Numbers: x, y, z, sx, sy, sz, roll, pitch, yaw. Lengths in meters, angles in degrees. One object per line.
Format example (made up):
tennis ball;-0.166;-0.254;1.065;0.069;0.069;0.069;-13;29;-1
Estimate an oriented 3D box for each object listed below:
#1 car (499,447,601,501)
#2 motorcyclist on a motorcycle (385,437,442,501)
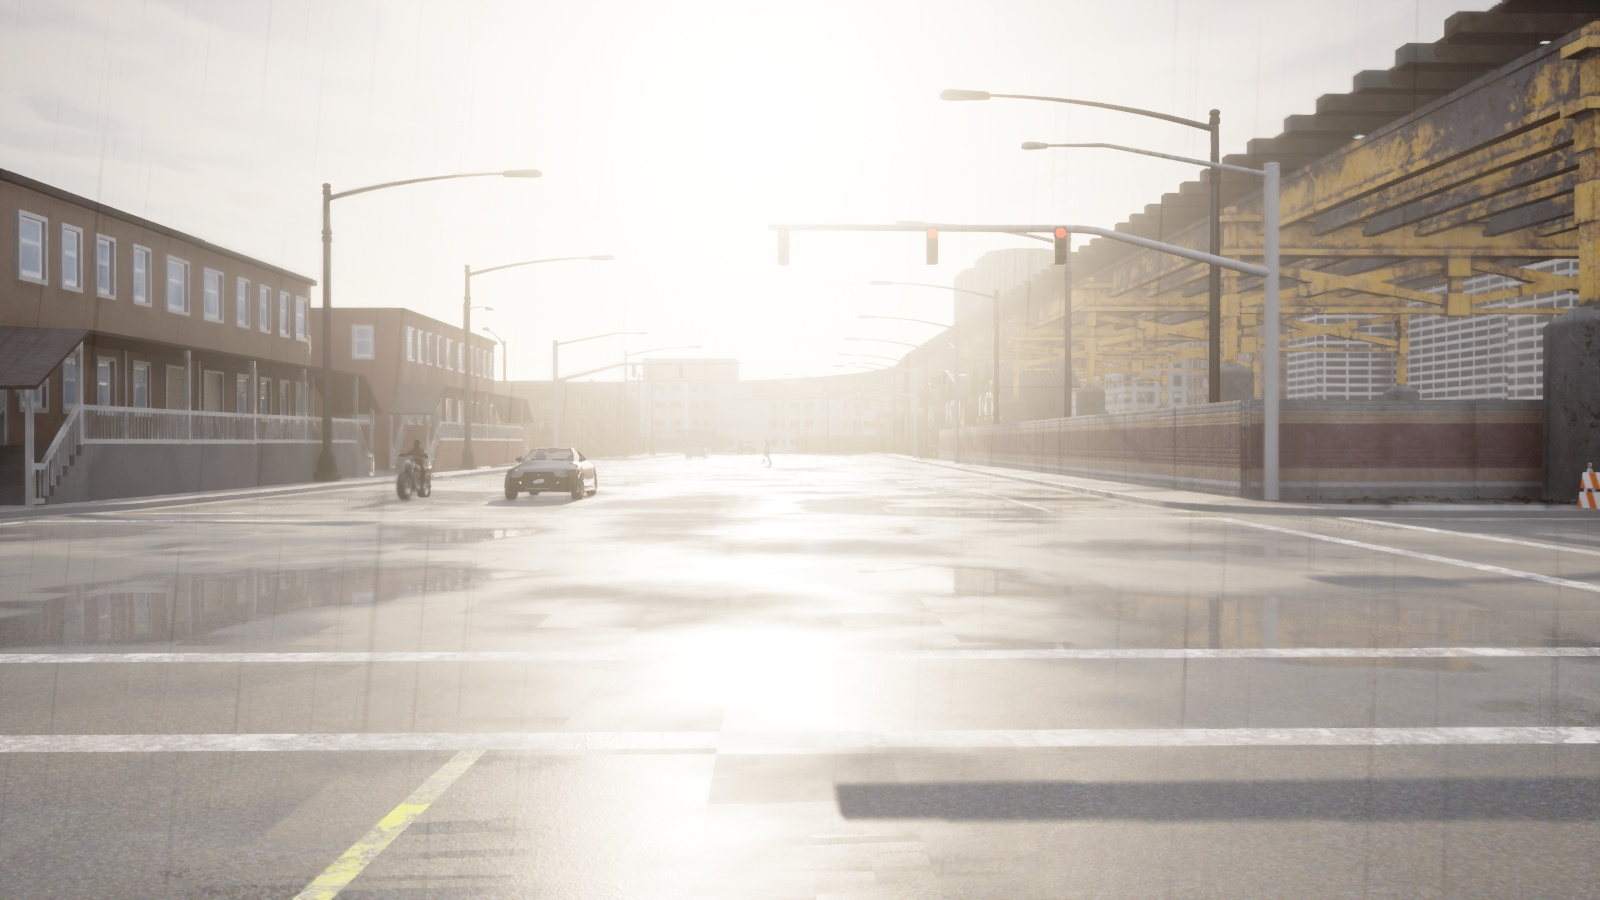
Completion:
car;-6.793;0.610;34.588;1.994;1.385;4.181;0;0;0
motorcyclist on a motorcycle;-10.294;0.498;33.520;0.766;1.649;2.350;0;0;0
